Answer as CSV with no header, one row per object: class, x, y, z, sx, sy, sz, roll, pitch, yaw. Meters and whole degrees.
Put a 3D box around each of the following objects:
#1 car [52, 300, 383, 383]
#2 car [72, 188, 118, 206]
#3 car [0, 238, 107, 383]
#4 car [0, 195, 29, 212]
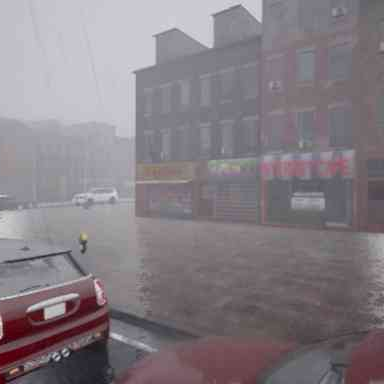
car,1.240,1.582,1.921,4.206,1.307,1.802,0,0,36
car,-11.144,0.531,38.739,2.150,2.045,5.566,0,2,35
car,-3.210,1.441,5.095,4.097,1.590,1.967,0,0,36
car,-17.328,1.090,30.034,1.837,1.490,4.892,0,2,35
